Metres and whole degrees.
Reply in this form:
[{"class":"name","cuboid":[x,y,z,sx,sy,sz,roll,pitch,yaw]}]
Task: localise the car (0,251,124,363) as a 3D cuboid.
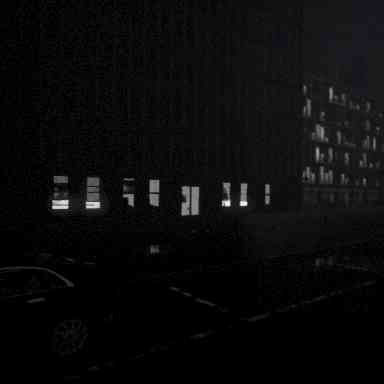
[{"class":"car","cuboid":[-3.096,1.548,4.339,4.403,1.369,2.008,0,1,-35]}]
